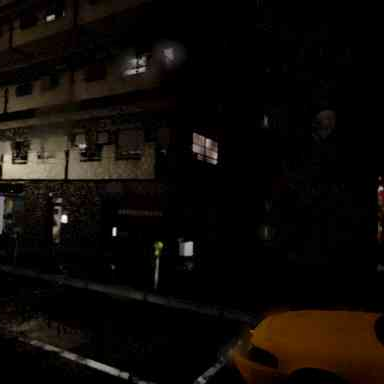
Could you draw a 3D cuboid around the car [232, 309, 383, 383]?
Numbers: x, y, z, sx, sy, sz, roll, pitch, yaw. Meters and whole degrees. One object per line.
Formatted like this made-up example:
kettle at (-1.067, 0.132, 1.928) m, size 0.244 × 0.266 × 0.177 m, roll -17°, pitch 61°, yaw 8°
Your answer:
car at (3.080, 1.733, 3.193) m, size 5.366 × 1.575 × 1.801 m, roll 0°, pitch -3°, yaw 30°
